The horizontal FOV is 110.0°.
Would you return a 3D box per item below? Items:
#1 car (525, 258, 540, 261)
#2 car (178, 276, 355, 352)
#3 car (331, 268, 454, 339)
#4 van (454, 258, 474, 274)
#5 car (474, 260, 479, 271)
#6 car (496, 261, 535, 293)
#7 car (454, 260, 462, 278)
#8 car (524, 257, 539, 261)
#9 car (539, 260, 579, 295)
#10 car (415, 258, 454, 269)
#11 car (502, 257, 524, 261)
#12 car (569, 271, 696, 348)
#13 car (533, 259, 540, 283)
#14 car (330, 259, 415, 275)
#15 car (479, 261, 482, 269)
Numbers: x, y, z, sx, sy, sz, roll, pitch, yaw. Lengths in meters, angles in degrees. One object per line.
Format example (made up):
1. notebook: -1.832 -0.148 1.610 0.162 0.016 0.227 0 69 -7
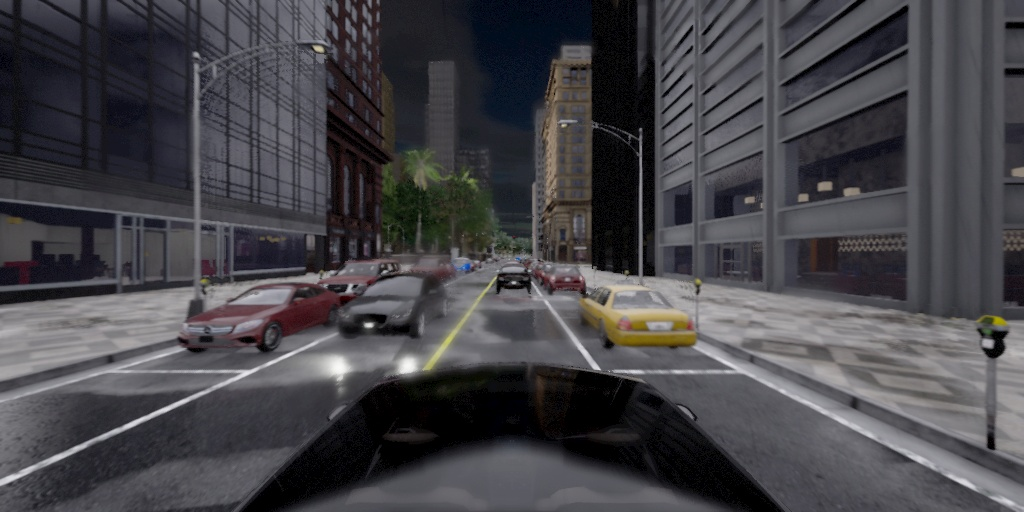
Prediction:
1. car: 2.760 1.276 41.565 1.751 1.417 4.829 0 0 0
2. car: -5.763 1.330 8.854 1.802 1.307 4.207 0 0 0
3. car: -3.043 1.253 10.127 1.837 1.490 4.892 0 0 0
4. van: -5.765 1.091 41.410 1.690 1.789 3.998 0 0 0
5. car: -5.765 1.191 46.836 1.967 1.591 4.097 0 0 0
6. car: 0.097 1.225 20.833 1.882 1.535 5.008 0 0 0
7. car: -5.764 1.293 30.557 1.888 1.381 4.507 0 0 0
8. car: 2.760 1.066 46.821 2.192 1.841 5.009 0 0 0
9. car: 2.762 1.187 19.695 1.967 1.591 4.097 0 0 0
10. car: -5.764 1.062 25.132 2.192 1.841 5.009 0 0 0
11. car: 0.098 1.228 41.566 1.882 1.535 5.008 0 0 0
12. car: 2.762 1.273 9.016 1.751 1.417 4.829 0 0 0
13. car: 2.761 1.187 25.120 1.967 1.591 4.097 0 0 0
14. car: -5.763 1.062 14.280 2.192 1.841 5.009 0 0 0
15. car: -5.766 1.333 57.689 1.802 1.307 4.207 0 0 0
